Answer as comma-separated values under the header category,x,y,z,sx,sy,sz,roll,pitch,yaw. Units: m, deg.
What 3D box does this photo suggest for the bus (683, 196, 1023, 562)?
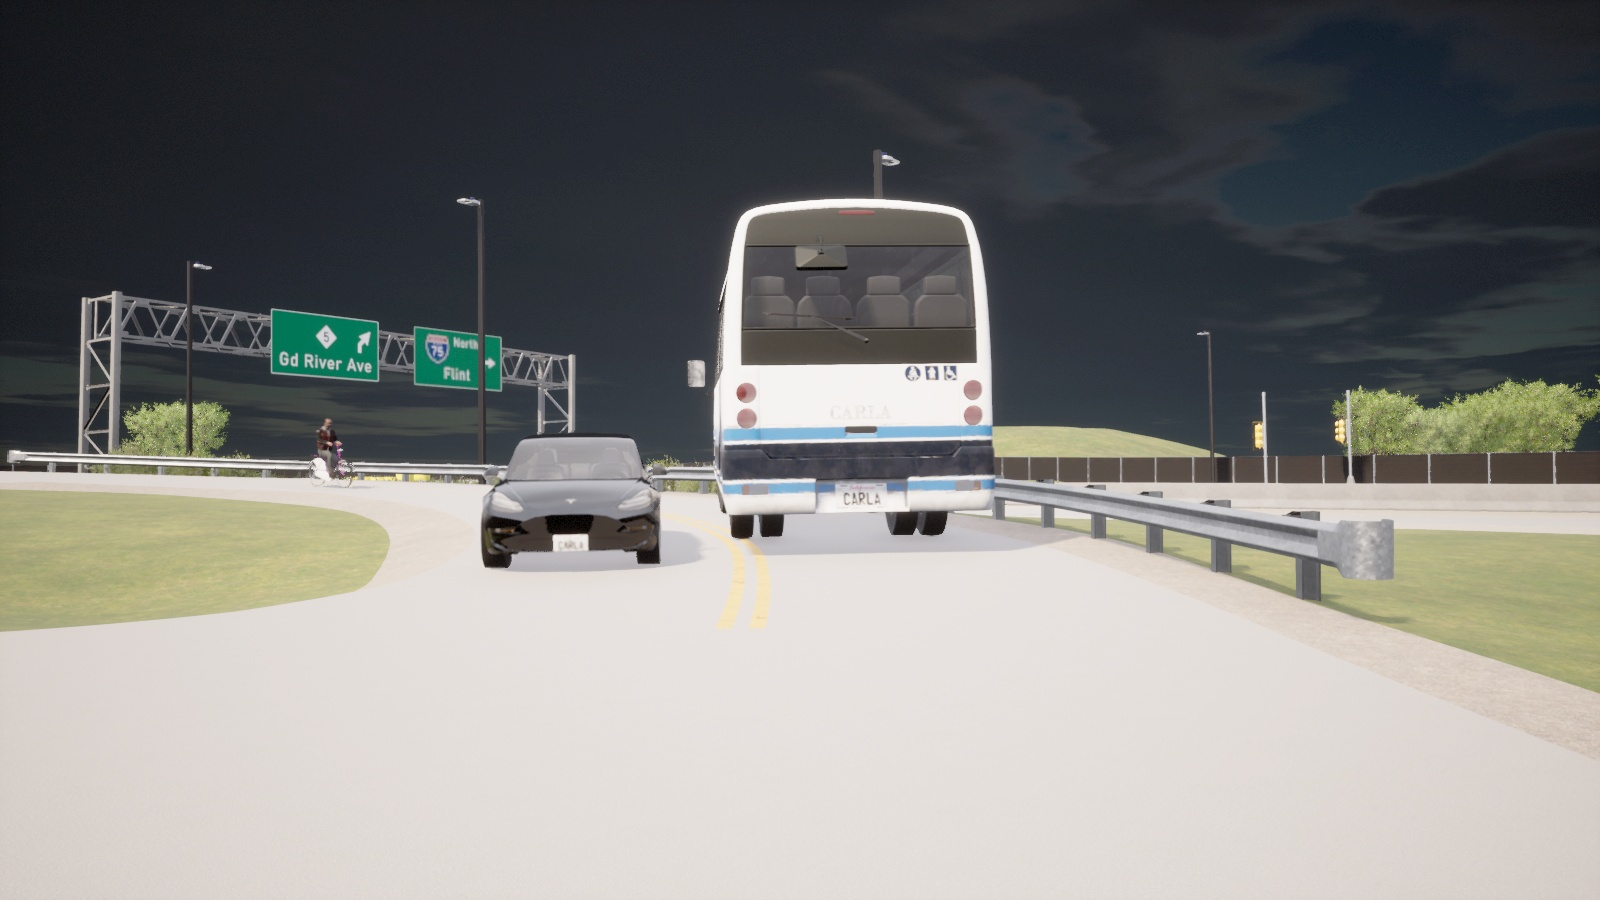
category,x,y,z,sx,sy,sz,roll,pitch,yaw
bus,0.248,-0.945,20.157,3.944,4.253,10.273,-2,1,-5

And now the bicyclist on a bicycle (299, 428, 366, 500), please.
category,x,y,z,sx,sy,sz,roll,pitch,yaw
bicyclist on a bicycle,-11.739,0.340,31.510,1.843,1.776,0.659,0,0,36

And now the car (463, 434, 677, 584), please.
category,x,y,z,sx,sy,sz,roll,pitch,yaw
car,-2.736,0.584,15.584,2.163,1.488,4.792,-2,1,-8
